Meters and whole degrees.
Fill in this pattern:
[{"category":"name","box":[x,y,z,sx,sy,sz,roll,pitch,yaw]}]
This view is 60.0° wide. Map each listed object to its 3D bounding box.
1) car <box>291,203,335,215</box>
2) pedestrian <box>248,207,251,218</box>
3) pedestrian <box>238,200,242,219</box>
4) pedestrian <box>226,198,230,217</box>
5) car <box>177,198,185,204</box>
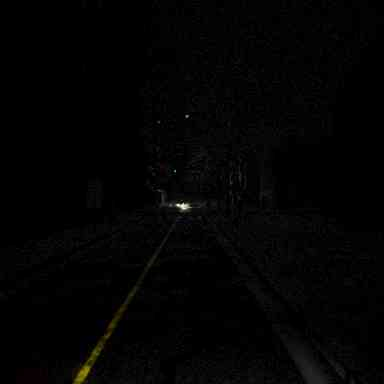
[{"category":"car","box":[13.887,1.987,38.191,4.829,1.417,1.752,0,-1,0]},{"category":"pedestrian","box":[5.508,1.986,32.012,0.500,1.100,0.500,0,-1,0]},{"category":"pedestrian","box":[4.508,1.614,31.417,0.375,1.860,0.375,0,-1,0]},{"category":"pedestrian","box":[3.508,1.476,32.619,0.375,1.860,0.375,0,-1,0]},{"category":"car","box":[-2.755,2.307,82.647,2.128,1.511,4.902,0,-1,0]}]
